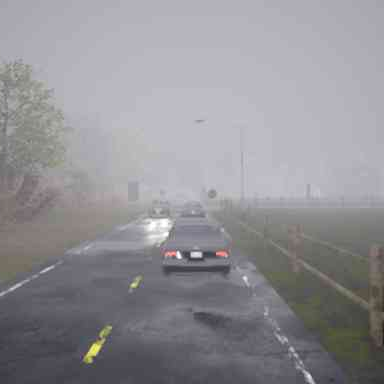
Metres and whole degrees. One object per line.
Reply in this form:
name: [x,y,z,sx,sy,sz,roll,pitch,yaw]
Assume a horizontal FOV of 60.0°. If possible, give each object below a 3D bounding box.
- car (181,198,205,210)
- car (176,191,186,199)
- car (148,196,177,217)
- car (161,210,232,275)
car: [0.098,1.448,26.650,1.994,1.385,4.181,0,0,0]
car: [-2.758,0.796,81.470,2.150,2.045,5.566,0,0,0]
car: [-2.754,1.364,29.488,2.128,1.511,4.902,0,0,0]
car: [0.097,1.507,10.303,2.033,1.411,5.357,0,0,0]
